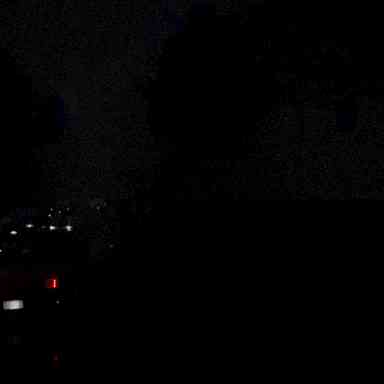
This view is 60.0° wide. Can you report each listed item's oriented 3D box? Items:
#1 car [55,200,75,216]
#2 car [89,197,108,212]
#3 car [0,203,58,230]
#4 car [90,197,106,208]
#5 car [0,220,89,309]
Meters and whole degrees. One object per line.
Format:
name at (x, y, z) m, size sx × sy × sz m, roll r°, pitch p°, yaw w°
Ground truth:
car at (-12.323, 1.518, 31.804) m, size 1.812 × 1.442 × 4.674 m, roll -1°, pitch 0°, yaw -14°
car at (-10.604, 1.463, 37.727) m, size 1.812 × 1.442 × 4.674 m, roll -1°, pitch 0°, yaw -14°
car at (-9.194, 1.569, 18.606) m, size 2.033 × 1.411 × 5.357 m, roll -1°, pitch 0°, yaw -13°
car at (-13.515, 1.451, 47.644) m, size 2.033 × 1.411 × 5.357 m, roll -1°, pitch 0°, yaw -18°
car at (-3.479, 1.596, 7.728) m, size 1.895 × 1.301 × 4.718 m, roll -1°, pitch 0°, yaw -13°
